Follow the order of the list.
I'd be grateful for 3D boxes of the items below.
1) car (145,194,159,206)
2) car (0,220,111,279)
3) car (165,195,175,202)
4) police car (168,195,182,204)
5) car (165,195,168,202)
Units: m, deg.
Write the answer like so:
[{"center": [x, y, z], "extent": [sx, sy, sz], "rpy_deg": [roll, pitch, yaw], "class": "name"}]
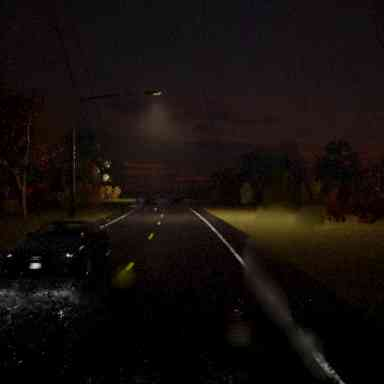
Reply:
[{"center": [-6.537, 1.438, 52.853], "extent": [1.882, 1.535, 5.008], "rpy_deg": [0, 0, -6], "class": "car"}, {"center": [-3.755, 1.563, 9.889], "extent": [1.994, 1.385, 4.181], "rpy_deg": [0, 0, -1], "class": "car"}, {"center": [-5.219, 1.439, 77.887], "extent": [1.812, 1.442, 4.674], "rpy_deg": [0, 0, -9], "class": "car"}, {"center": [-2.952, 1.368, 62.069], "extent": [1.930, 1.638, 5.238], "rpy_deg": [0, 0, -7], "class": "police car"}, {"center": [-4.303, 1.405, 71.922], "extent": [1.882, 1.535, 5.008], "rpy_deg": [0, 0, -8], "class": "car"}]
